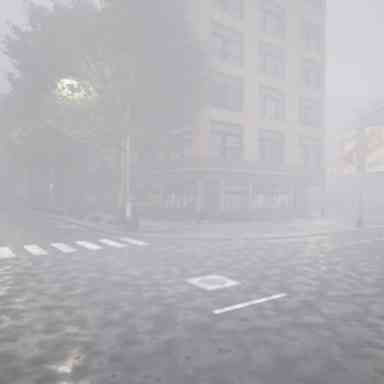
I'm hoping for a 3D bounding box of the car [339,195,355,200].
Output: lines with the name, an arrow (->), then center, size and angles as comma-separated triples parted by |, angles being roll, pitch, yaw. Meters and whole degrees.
car -> 37.375, 2.173, 82.767 | 2.002, 1.452, 4.674 | 1, 0, -36
